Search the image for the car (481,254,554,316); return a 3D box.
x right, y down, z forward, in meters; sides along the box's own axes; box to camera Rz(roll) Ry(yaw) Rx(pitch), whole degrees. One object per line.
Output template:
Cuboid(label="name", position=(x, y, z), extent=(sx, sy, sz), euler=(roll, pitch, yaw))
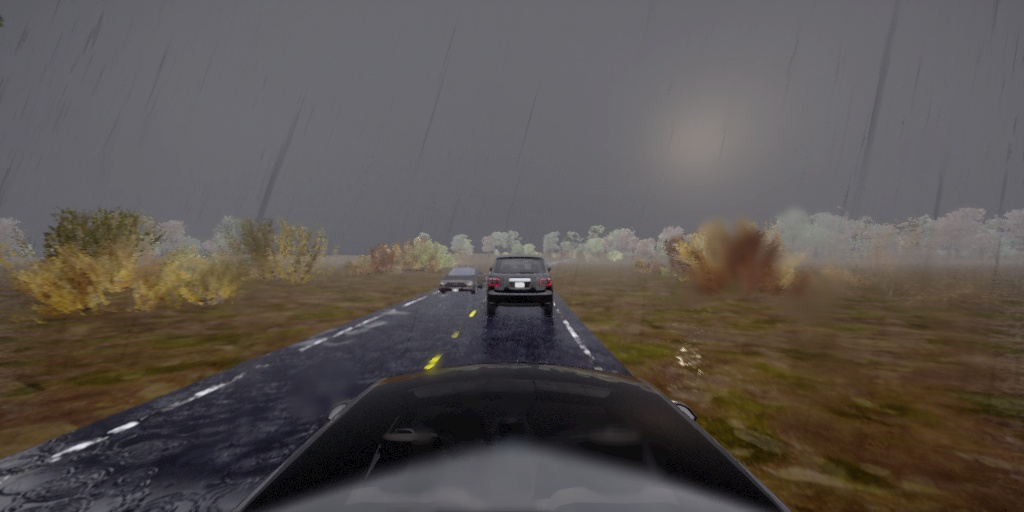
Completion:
Cuboid(label="car", position=(0.309, 0.960, 13.414), extent=(2.150, 2.045, 5.566), euler=(0, 0, 2))

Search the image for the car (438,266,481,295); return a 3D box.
Cuboid(label="car", position=(-2.647, 1.276, 20.096), extent=(2.033, 1.411, 5.357), euler=(0, 0, 3))
